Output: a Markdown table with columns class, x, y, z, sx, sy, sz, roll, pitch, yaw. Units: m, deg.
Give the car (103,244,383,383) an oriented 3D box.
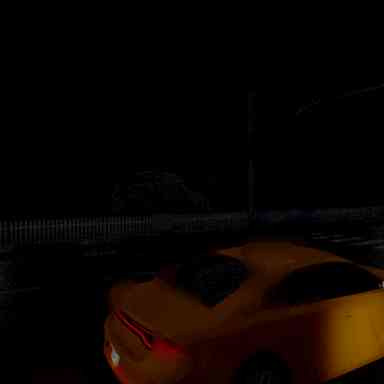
| class | x | y | z | sx | sy | sz | roll | pitch | yaw |
| --- | --- | --- | --- | --- | --- | --- | --- | --- | --- |
| car | 1.377 | 1.476 | 4.560 | 5.008 | 1.535 | 1.882 | 0 | 0 | -30 |
